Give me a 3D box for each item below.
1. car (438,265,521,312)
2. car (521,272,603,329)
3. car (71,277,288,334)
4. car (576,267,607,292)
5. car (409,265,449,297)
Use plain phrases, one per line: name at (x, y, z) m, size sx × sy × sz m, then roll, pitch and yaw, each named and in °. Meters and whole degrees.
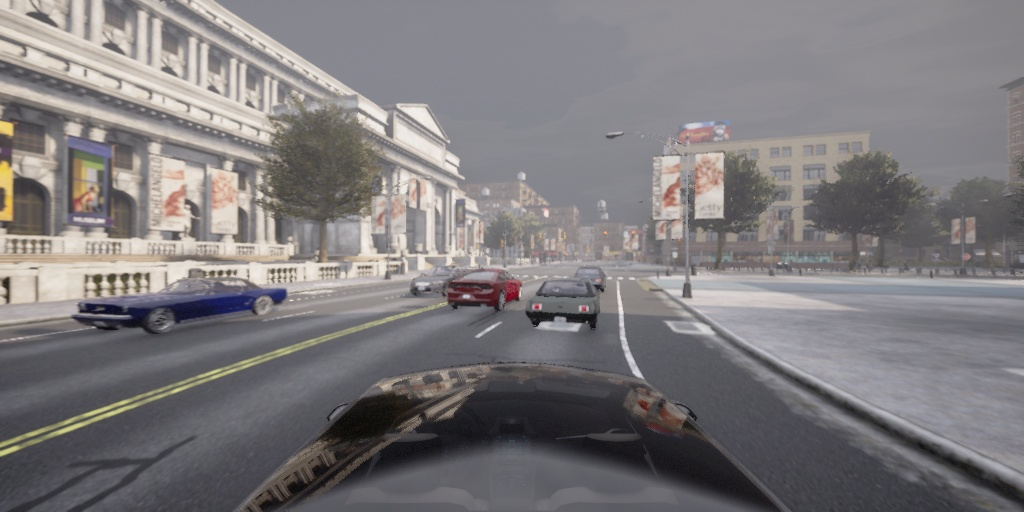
car at (-0.915, 1.238, 14.599) m, size 1.882 × 1.535 × 5.008 m, roll 0°, pitch 0°, yaw 15°
car at (1.808, 1.370, 11.416) m, size 1.895 × 1.301 × 4.718 m, roll 0°, pitch 0°, yaw 15°
car at (-9.350, 1.319, 10.700) m, size 1.895 × 1.301 × 4.718 m, roll 0°, pitch 0°, yaw 13°
car at (4.712, 1.342, 21.724) m, size 2.033 × 1.411 × 5.357 m, roll 0°, pitch 0°, yaw 16°
car at (-3.500, 1.247, 18.890) m, size 2.128 × 1.511 × 4.902 m, roll 0°, pitch 0°, yaw 16°
